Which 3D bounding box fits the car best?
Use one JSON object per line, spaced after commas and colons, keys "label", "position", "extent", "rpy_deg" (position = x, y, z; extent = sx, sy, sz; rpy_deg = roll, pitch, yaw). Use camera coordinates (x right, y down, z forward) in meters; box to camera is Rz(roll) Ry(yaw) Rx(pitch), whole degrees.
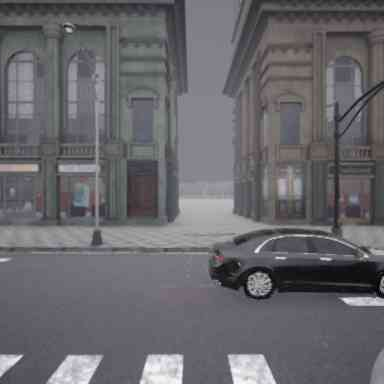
{"label": "car", "position": [2.837, 1.652, 8.043], "extent": [4.892, 1.490, 1.837], "rpy_deg": [0, 0, 0]}
